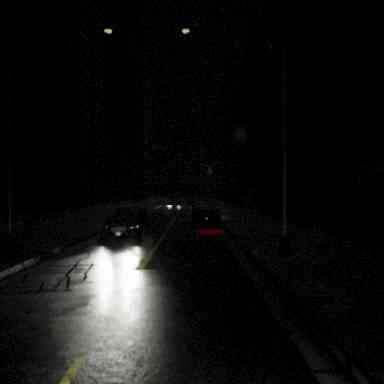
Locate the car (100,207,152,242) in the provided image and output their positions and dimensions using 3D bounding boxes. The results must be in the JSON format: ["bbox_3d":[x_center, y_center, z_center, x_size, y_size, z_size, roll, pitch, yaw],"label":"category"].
[{"bbox_3d":[-3.096,1.495,16.414,2.128,1.511,4.902,0,0,0],"label":"car"}]

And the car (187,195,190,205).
[{"bbox_3d":[0.013,1.560,59.559,1.837,1.490,4.892,0,0,0],"label":"car"}]

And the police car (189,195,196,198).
[{"bbox_3d":[0.908,1.448,39.088,1.930,1.638,5.238,0,0,0],"label":"police car"}]

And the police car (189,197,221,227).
[{"bbox_3d":[0.905,1.433,23.087,1.930,1.638,5.238,0,0,0],"label":"police car"}]

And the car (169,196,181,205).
[{"bbox_3d":[-3.032,1.531,58.579,1.882,1.535,5.008,0,0,1],"label":"car"}]

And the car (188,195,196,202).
[{"bbox_3d":[0.016,1.412,74.561,1.882,1.535,5.008,0,0,0],"label":"car"}]
